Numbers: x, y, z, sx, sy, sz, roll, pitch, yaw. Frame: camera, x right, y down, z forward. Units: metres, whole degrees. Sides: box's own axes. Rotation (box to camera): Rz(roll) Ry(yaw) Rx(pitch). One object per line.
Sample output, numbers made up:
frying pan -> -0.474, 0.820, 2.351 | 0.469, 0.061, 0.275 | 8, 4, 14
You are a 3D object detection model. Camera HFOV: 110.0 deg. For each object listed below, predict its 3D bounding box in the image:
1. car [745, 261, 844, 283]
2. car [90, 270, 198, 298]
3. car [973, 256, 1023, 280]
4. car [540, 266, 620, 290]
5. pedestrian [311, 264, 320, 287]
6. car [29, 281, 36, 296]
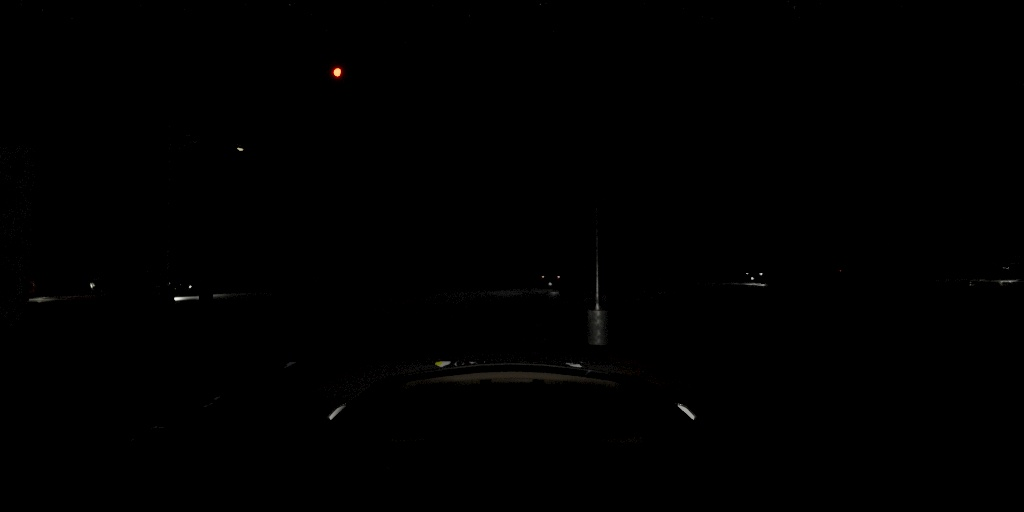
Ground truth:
car -> 18.361, 1.036, 23.428 | 5.357, 1.411, 2.033 | -1, -2, 0
car -> -20.221, 1.494, 19.831 | 4.892, 1.490, 1.837 | -1, -2, 0
car -> 33.286, 0.733, 23.388 | 5.008, 1.535, 1.882 | -1, -2, 0
car -> 3.971, 1.234, 20.842 | 4.718, 1.301, 1.895 | 0, -3, -31
pedestrian -> -15.055, 1.466, 27.421 | 0.375, 1.860, 0.375 | 0, -1, 0
car -> -29.645, 1.582, 19.860 | 5.008, 1.535, 1.882 | -1, -2, 0
